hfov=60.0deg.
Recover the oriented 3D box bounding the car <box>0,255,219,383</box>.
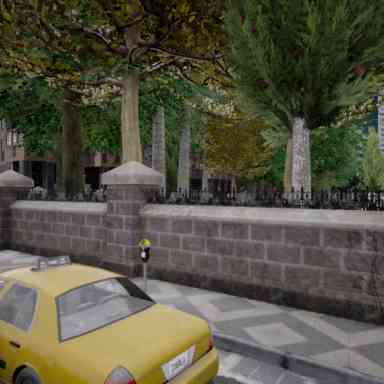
[{"bbox_3d":[-1.997,1.525,4.383,4.829,1.417,1.752,0,0,35],"label":"car"}]
